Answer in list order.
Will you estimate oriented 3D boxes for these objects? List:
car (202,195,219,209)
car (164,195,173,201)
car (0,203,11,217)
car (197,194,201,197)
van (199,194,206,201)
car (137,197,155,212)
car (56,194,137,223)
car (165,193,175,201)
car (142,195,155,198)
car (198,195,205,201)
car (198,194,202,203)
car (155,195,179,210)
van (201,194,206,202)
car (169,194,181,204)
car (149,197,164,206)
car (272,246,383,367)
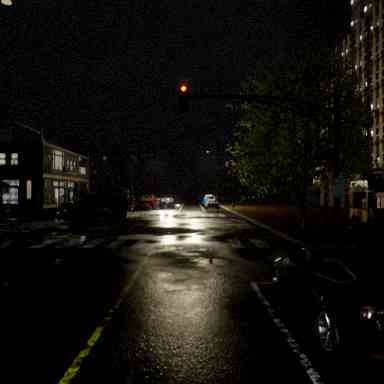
[{"bbox_3d":[2.637,1.528,43.996,1.752,1.417,4.829,0,0,0],"label":"car"},{"bbox_3d":[-5.793,1.557,82.670,2.008,1.369,4.403,0,0,0],"label":"car"},{"bbox_3d":[-17.303,1.371,27.250,4.507,1.381,1.887,1,-1,-1],"label":"car"},{"bbox_3d":[2.602,1.571,71.581,1.947,1.339,4.313,0,0,0],"label":"car"},{"bbox_3d":[2.590,1.348,82.683,1.690,1.788,3.998,0,0,0],"label":"van"},{"bbox_3d":[-5.735,1.584,38.262,1.802,1.307,4.206,0,0,0],"label":"car"},{"bbox_3d":[-7.545,1.207,25.922,5.566,2.045,2.150,1,1,-38],"label":"car"},{"bbox_3d":[-5.799,1.322,88.221,2.192,1.841,5.009,0,0,0],"label":"car"},{"bbox_3d":[-5.741,1.317,43.813,2.192,1.841,5.009,0,0,0],"label":"car"},{"bbox_3d":[2.581,1.533,88.404,1.752,1.417,4.829,0,0,0],"label":"car"},{"bbox_3d":[2.616,1.555,60.479,2.008,1.369,4.403,0,0,0],"label":"car"},{"bbox_3d":[-3.150,1.493,42.400,2.128,1.511,4.902,0,0,0],"label":"car"},{"bbox_3d":[2.632,1.344,49.378,1.690,1.788,3.998,0,0,0],"label":"van"},{"bbox_3d":[-3.140,1.569,61.885,1.994,1.385,4.181,0,0,0],"label":"car"},{"bbox_3d":[-5.757,1.554,54.915,2.008,1.369,4.403,0,0,0],"label":"car"},{"bbox_3d":[2.687,1.566,5.797,1.947,1.339,4.313,0,0,0],"label":"car"}]
